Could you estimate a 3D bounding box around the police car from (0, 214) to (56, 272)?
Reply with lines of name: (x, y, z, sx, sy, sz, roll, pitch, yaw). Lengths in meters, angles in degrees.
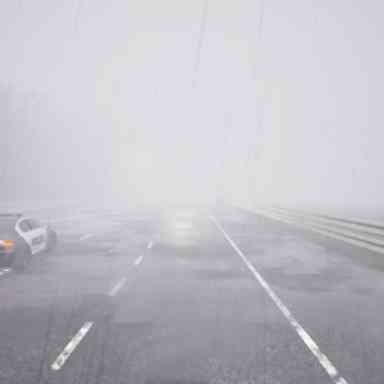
police car: (-5.865, 1.472, 10.750, 2.038, 1.542, 4.974, 0, 0, -9)
